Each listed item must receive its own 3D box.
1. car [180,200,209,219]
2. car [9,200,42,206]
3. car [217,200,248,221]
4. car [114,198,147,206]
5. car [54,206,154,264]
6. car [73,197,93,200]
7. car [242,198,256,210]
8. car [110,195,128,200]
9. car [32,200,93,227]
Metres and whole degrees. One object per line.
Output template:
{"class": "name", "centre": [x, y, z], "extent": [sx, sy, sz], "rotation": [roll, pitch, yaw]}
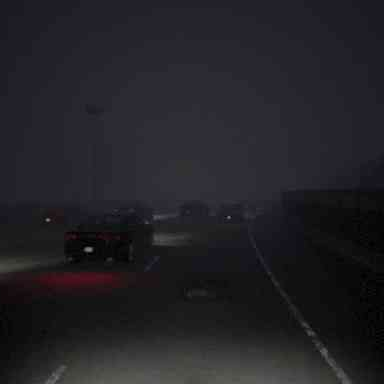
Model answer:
{"class": "car", "centre": [0.291, 1.483, 29.804], "extent": [1.882, 1.535, 5.008], "rotation": [0, 0, 13]}
{"class": "car", "centre": [-16.834, 1.515, 34.272], "extent": [2.033, 1.411, 5.357], "rotation": [0, 0, 13]}
{"class": "car", "centre": [3.213, 1.612, 26.915], "extent": [1.895, 1.301, 4.718], "rotation": [0, 0, 12]}
{"class": "car", "centre": [-4.318, 1.485, 24.960], "extent": [2.128, 1.511, 4.902], "rotation": [0, 0, 10]}
{"class": "car", "centre": [-2.691, 1.473, 11.871], "extent": [1.882, 1.535, 5.008], "rotation": [0, 0, 5]}
{"class": "car", "centre": [-18.523, 1.514, 55.626], "extent": [2.033, 1.411, 5.357], "rotation": [0, 0, 15]}
{"class": "car", "centre": [7.109, 1.548, 42.510], "extent": [1.812, 1.442, 4.674], "rotation": [0, 0, 15]}
{"class": "car", "centre": [-13.352, 1.360, 61.526], "extent": [2.097, 1.767, 4.553], "rotation": [0, 0, 15]}
{"class": "car", "centre": [-8.336, 1.510, 22.396], "extent": [1.812, 1.442, 4.674], "rotation": [0, 0, 9]}
